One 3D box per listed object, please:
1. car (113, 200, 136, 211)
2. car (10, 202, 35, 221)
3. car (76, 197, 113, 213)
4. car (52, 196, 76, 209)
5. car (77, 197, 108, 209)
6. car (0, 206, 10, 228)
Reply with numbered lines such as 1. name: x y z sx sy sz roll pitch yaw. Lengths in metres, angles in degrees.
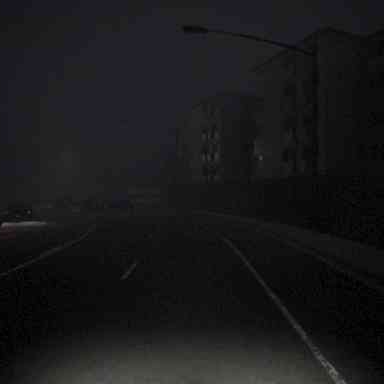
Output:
1. car: -8.475 1.595 39.951 1.895 1.301 4.718 0 0 -32
2. car: -13.913 1.526 27.091 1.812 1.442 4.674 0 0 -22
3. car: -11.108 1.544 37.582 2.033 1.411 5.357 0 0 -32
4. car: -17.405 1.349 45.611 4.553 1.767 2.097 0 0 45
5. car: -14.259 1.488 47.402 4.902 1.511 2.128 0 0 45
6. car: -11.053 1.549 15.921 2.033 1.411 5.357 0 0 -7
